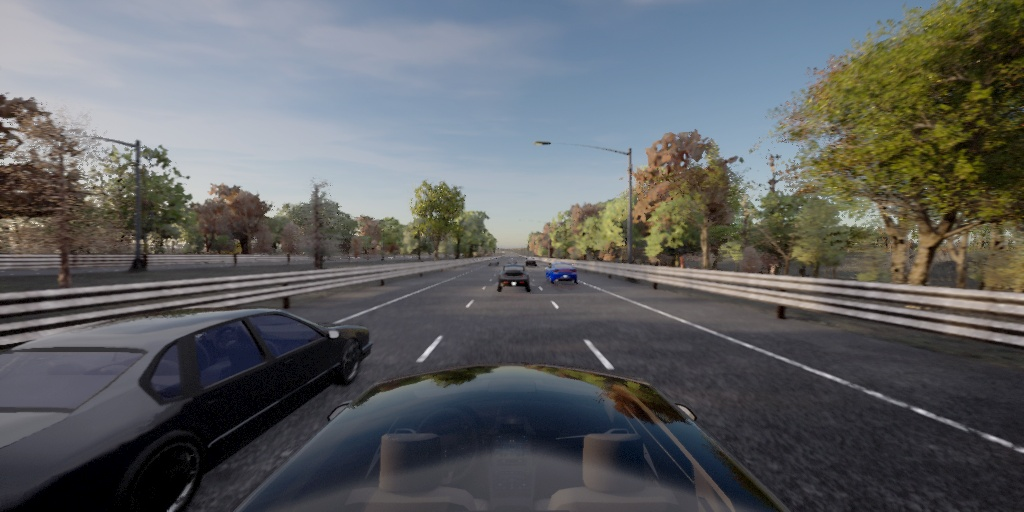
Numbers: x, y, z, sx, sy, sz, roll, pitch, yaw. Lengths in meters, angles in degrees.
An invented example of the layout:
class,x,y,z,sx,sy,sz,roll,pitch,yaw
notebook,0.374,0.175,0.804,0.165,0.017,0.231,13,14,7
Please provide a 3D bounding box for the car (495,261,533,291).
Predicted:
class,x,y,z,sx,sy,sz,roll,pitch,yaw
car,0.102,1.248,21.948,1.837,1.490,4.892,0,0,0

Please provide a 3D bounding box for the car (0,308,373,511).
class,x,y,z,sx,sy,sz,roll,pitch,yaw
car,-3.399,1.297,3.943,2.033,1.411,5.357,0,0,0

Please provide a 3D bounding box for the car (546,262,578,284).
class,x,y,z,sx,sy,sz,roll,pitch,yaw
car,3.603,1.217,26.675,1.882,1.535,5.008,0,0,0
